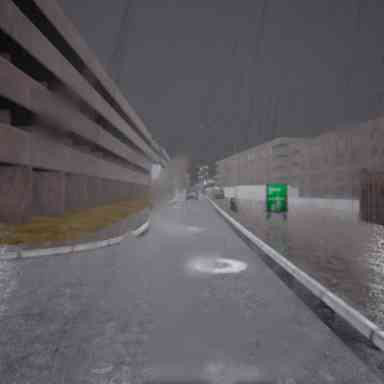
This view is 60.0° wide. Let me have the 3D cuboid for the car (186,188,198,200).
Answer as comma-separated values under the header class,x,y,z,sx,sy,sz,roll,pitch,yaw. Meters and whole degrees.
class,x,y,z,sx,sy,sz,roll,pitch,yaw
car,0.005,0.581,53.288,2.033,1.411,5.357,0,1,0
